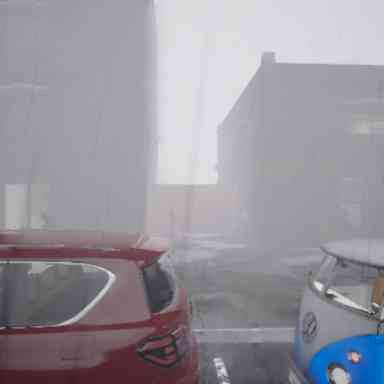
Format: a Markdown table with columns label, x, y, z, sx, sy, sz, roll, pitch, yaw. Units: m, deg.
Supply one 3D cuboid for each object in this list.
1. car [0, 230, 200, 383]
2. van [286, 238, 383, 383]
| label | x | y | z | sx | sy | sz | roll | pitch | yaw |
| --- | --- | --- | --- | --- | --- | --- | --- | --- | --- |
| car | -2.405 | 1.327 | 3.142 | 5.009 | 1.841 | 2.192 | 0 | -1 | -3 |
| van | 3.134 | 1.401 | 3.460 | 3.998 | 1.788 | 1.690 | 0 | -1 | -3 |
